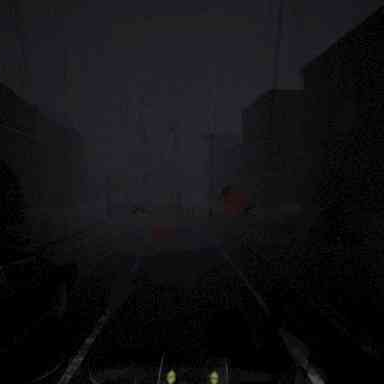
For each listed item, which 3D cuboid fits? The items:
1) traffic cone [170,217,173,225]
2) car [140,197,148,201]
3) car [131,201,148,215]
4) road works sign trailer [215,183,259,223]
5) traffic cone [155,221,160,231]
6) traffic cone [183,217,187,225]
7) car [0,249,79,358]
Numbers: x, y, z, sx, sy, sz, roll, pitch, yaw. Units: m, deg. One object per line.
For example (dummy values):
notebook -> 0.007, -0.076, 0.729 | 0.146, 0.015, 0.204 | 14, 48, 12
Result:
traffic cone -> -1.523, 2.148, 24.395 | 0.340, 0.580, 0.340 | 0, -1, -4
car -> -12.235, 1.912, 84.397 | 1.882, 1.535, 5.008 | 0, 1, -7
car -> -7.273, 2.353, 45.704 | 1.837, 1.490, 4.892 | 0, -1, -7
road works sign trailer -> 3.291, 1.114, 24.217 | 2.380, 2.880, 3.560 | 46, 22, 21
traffic cone -> -2.043, 2.037, 18.331 | 0.340, 0.580, 0.340 | 0, -1, -5
traffic cone -> -0.527, 2.144, 24.474 | 0.340, 0.580, 0.340 | 0, -1, -4
car -> -3.206, 1.583, 4.555 | 1.895, 1.301, 4.718 | -1, 0, -1
